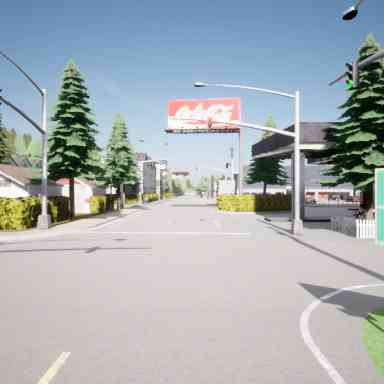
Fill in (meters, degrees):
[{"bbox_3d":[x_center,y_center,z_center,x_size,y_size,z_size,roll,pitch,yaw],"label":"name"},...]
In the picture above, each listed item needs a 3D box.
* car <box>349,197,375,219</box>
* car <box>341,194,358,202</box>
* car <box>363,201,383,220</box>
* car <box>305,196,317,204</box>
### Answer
[{"bbox_3d":[14.356,1.504,24.998,3.866,1.878,1.905,0,0,0],"label":"car"},{"bbox_3d":[34.870,1.489,71.866,2.007,1.523,4.514,0,0,0],"label":"car"},{"bbox_3d":[18.679,1.672,30.670,4.611,1.667,2.242,0,0,0],"label":"car"},{"bbox_3d":[22.470,1.552,64.069,1.970,1.475,3.806,0,0,0],"label":"car"}]
